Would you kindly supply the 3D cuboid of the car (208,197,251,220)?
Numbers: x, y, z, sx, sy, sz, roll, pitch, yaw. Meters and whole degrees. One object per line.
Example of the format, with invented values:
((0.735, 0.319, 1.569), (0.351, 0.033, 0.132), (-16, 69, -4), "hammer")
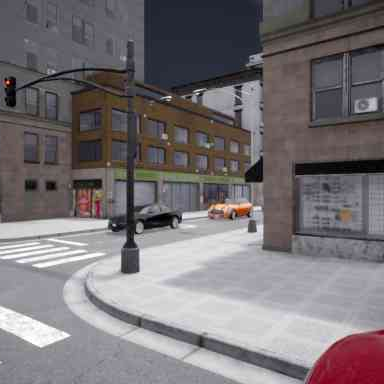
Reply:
((3.154, 1.240, 26.976), (2.097, 1.767, 4.553), (0, 0, 35), "car")

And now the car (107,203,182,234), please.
((-2.549, 1.408, 18.989), (1.882, 1.535, 5.008), (0, 0, 34), "car")

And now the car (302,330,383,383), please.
((2.745, 1.315, 0.843), (5.009, 1.841, 2.192), (0, 0, 36), "car")

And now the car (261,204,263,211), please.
((9.034, 1.447, 35.199), (1.895, 1.301, 4.718), (0, 0, 36), "car")
